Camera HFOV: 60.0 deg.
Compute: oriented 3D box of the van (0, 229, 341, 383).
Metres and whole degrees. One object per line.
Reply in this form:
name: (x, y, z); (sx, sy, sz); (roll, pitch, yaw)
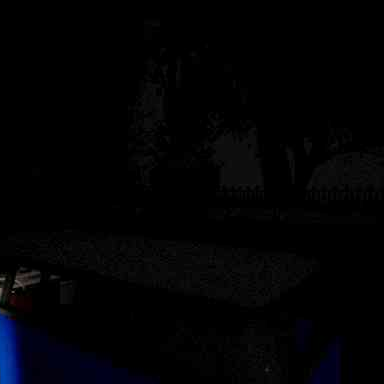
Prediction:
van: (-0.690, 1.341, 3.203); (3.998, 1.788, 1.690); (0, 0, 35)
